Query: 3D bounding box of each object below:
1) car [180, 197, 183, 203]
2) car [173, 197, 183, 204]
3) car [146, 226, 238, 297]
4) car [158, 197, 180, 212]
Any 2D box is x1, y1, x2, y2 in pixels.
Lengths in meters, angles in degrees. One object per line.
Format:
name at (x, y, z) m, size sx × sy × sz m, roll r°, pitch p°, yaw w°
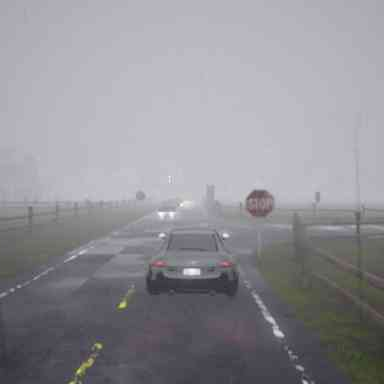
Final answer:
car at (-2.830, 1.589, 52.539) m, size 2.033 × 1.411 × 5.357 m, roll 0°, pitch 0°, yaw 0°
car at (-2.742, 1.640, 67.751) m, size 1.895 × 1.301 × 4.718 m, roll 0°, pitch 0°, yaw 0°
car at (0.042, 1.575, 8.657) m, size 1.994 × 1.385 × 4.181 m, roll 0°, pitch 0°, yaw 1°
car at (-2.840, 1.603, 39.089) m, size 1.994 × 1.385 × 4.181 m, roll 0°, pitch 0°, yaw 0°
